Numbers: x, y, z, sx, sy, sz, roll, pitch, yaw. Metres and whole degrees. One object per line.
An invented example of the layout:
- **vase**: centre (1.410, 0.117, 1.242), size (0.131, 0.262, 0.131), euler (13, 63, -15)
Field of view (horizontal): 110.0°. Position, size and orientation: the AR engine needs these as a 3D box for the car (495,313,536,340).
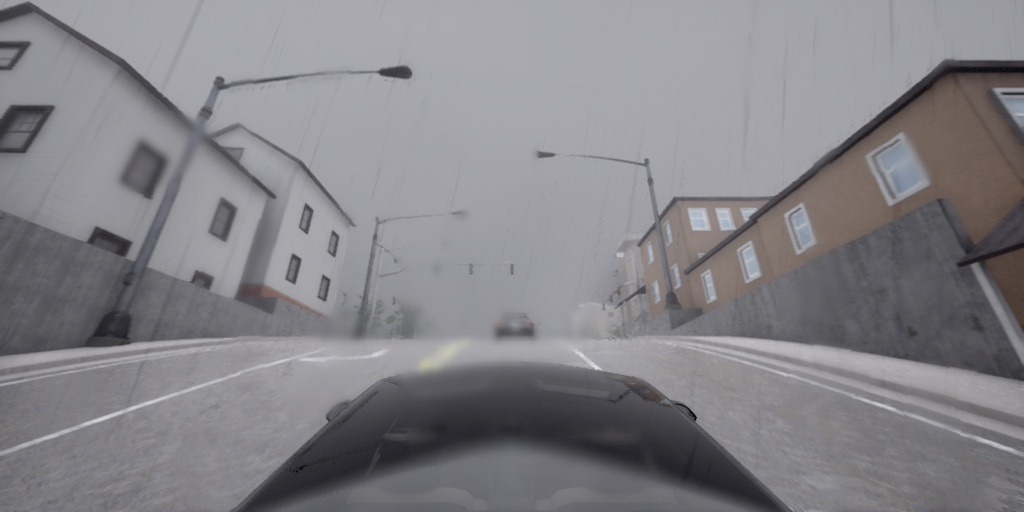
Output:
- **car**: centre (0.214, 3.679, 18.512), size (1.994, 1.385, 4.181), euler (0, -15, 2)
